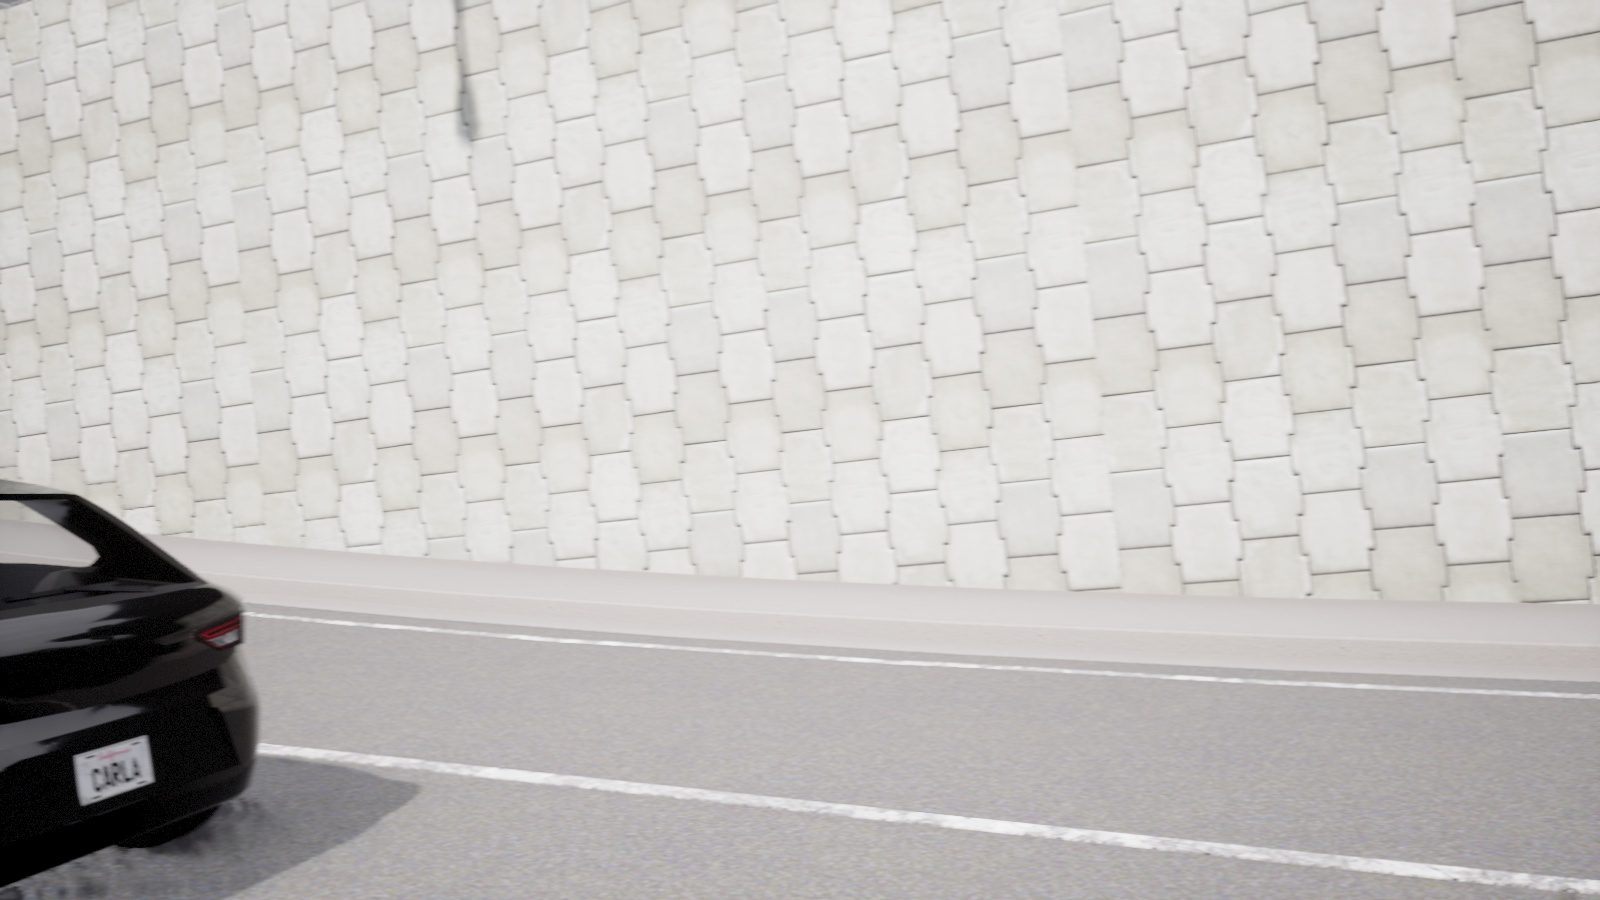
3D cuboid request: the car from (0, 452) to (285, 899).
[{"bbox_3d":[-4.242,0.750,4.603,4.193,1.474,1.816,1,1,19],"label":"car"}]
